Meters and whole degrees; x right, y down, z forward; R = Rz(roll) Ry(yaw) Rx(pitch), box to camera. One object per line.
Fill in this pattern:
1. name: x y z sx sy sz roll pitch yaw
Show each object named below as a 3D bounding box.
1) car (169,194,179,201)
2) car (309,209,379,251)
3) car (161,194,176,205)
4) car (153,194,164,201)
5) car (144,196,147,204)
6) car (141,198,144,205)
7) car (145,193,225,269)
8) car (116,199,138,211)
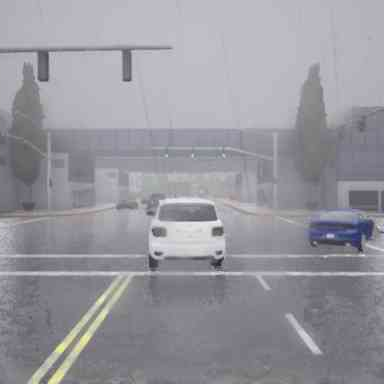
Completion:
1. car: -3.917 1.116 73.866 1.882 1.535 5.008 0 0 0
2. car: 6.550 1.456 14.256 1.882 1.535 5.008 -2 -1 36
3. car: -4.075 1.265 58.057 2.097 1.767 4.553 0 0 1
4. car: -7.417 1.116 73.890 1.882 1.535 5.008 0 0 0
5. car: -4.226 1.150 41.925 2.150 2.045 5.566 0 1 1
6. car: -7.569 1.391 57.888 1.882 1.535 5.008 0 0 1
7. car: -0.372 1.206 11.323 2.150 2.045 5.566 0 0 -7
8. car: -7.741 1.541 40.036 1.895 1.301 4.718 0 0 1
